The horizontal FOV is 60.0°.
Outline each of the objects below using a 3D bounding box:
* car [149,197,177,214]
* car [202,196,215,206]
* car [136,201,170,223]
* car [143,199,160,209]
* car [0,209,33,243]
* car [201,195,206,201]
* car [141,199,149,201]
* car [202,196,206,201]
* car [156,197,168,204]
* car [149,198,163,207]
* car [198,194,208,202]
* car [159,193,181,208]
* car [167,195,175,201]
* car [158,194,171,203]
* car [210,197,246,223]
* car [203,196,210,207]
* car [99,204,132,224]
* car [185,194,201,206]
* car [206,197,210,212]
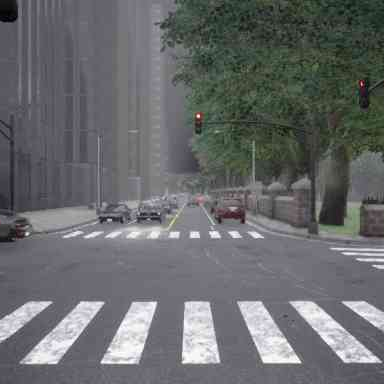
[{"bbox_3d":[-3.031,1.569,35.476,2.033,1.411,5.357,0,0,1],"label":"car"},{"bbox_3d":[2.867,1.487,57.949,1.967,1.590,4.097,0,0,0],"label":"car"},{"bbox_3d":[-3.053,1.612,25.659,1.895,1.301,4.718,0,0,0],"label":"car"},{"bbox_3d":[-5.678,1.616,47.045,1.802,1.307,4.206,0,0,0],"label":"car"},{"bbox_3d":[-8.969,1.368,13.240,4.892,1.490,1.837,1,0,0],"label":"car"},{"bbox_3d":[2.857,1.481,52.493,1.967,1.590,4.097,0,0,0],"label":"car"},{"bbox_3d":[-5.688,1.579,41.587,2.008,1.369,4.403,0,0,0],"label":"car"},{"bbox_3d":[2.847,1.585,47.036,2.008,1.369,4.403,0,0,0],"label":"car"},{"bbox_3d":[-5.648,1.635,63.416,1.802,1.307,4.206,0,0,0],"label":"car"},{"bbox_3d":[-5.668,1.623,52.502,1.802,1.307,4.206,0,0,0],"label":"car"},{"bbox_3d":[2.524,1.424,75.837,2.097,1.767,4.553,0,0,0],"label":"car"},{"bbox_3d":[-3.006,1.385,45.752,2.097,1.767,4.553,0,0,0],"label":"car"},{"bbox_3d":[-5.599,1.533,90.701,1.967,1.590,4.097,0,0,0],"label":"car"},{"bbox_3d":[-5.638,1.375,68.873,2.192,1.841,5.009,0,0,0],"label":"car"},{"bbox_3d":[2.808,1.326,25.211,2.192,1.841,5.009,0,0,0],"label":"car"},{"bbox_3d":[2.838,1.579,41.579,2.008,1.369,4.403,0,0,0],"label":"car"},{"bbox_3d":[-5.717,1.577,25.217,1.947,1.339,4.313,0,0,0],"label":"car"},{"bbox_3d":[0.208,1.592,56.672,2.033,1.411,5.357,0,0,0],"label":"car"},{"bbox_3d":[2.828,1.588,36.123,1.947,1.339,4.313,0,0,0],"label":"car"}]
